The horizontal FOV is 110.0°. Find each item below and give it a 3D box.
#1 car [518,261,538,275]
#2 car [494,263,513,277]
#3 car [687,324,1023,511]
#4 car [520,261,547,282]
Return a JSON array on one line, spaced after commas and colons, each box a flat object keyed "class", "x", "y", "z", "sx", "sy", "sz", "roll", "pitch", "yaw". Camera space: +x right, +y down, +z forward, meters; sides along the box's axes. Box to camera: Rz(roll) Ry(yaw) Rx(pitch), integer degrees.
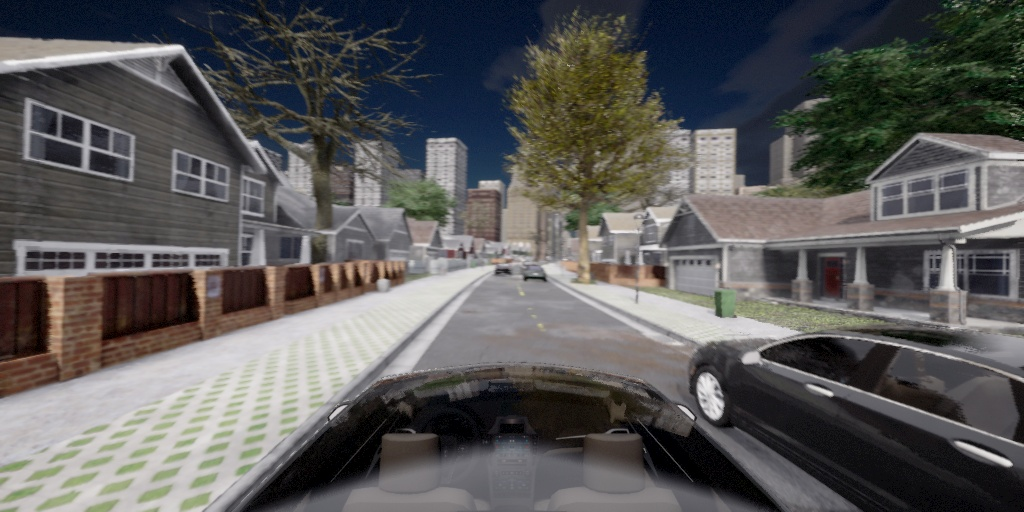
[{"class": "car", "x": 1.913, "y": 1.397, "z": 42.752, "sx": 2.128, "sy": 1.511, "sz": 4.902, "roll": 1, "pitch": 0, "yaw": 2}, {"class": "car", "x": -0.861, "y": 1.421, "z": 37.198, "sx": 1.895, "sy": 1.301, "sz": 4.718, "roll": 1, "pitch": 0, "yaw": 1}, {"class": "car", "x": 3.403, "y": 1.344, "z": 2.972, "sx": 1.837, "sy": 1.490, "sz": 4.892, "roll": 1, "pitch": 0, "yaw": -3}, {"class": "car", "x": 1.904, "y": 1.435, "z": 31.006, "sx": 1.994, "sy": 1.385, "sz": 4.181, "roll": 1, "pitch": 0, "yaw": 0}]
